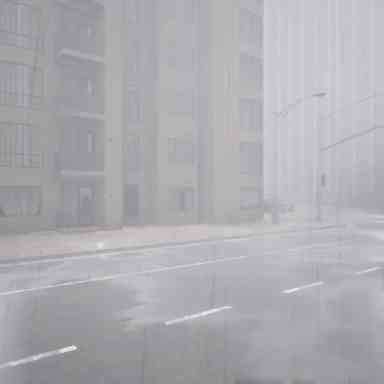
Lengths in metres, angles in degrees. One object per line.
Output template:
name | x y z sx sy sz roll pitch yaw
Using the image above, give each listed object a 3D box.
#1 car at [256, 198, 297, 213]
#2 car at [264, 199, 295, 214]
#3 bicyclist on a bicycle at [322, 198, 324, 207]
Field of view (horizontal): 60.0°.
car | 9.780 1.525 38.859 1.812 1.442 4.674 0 0 -35
car | 8.100 1.491 35.084 2.128 1.511 4.902 0 0 -34
bicyclist on a bicycle | 18.332 1.300 47.539 1.656 1.620 0.582 0 0 -34
